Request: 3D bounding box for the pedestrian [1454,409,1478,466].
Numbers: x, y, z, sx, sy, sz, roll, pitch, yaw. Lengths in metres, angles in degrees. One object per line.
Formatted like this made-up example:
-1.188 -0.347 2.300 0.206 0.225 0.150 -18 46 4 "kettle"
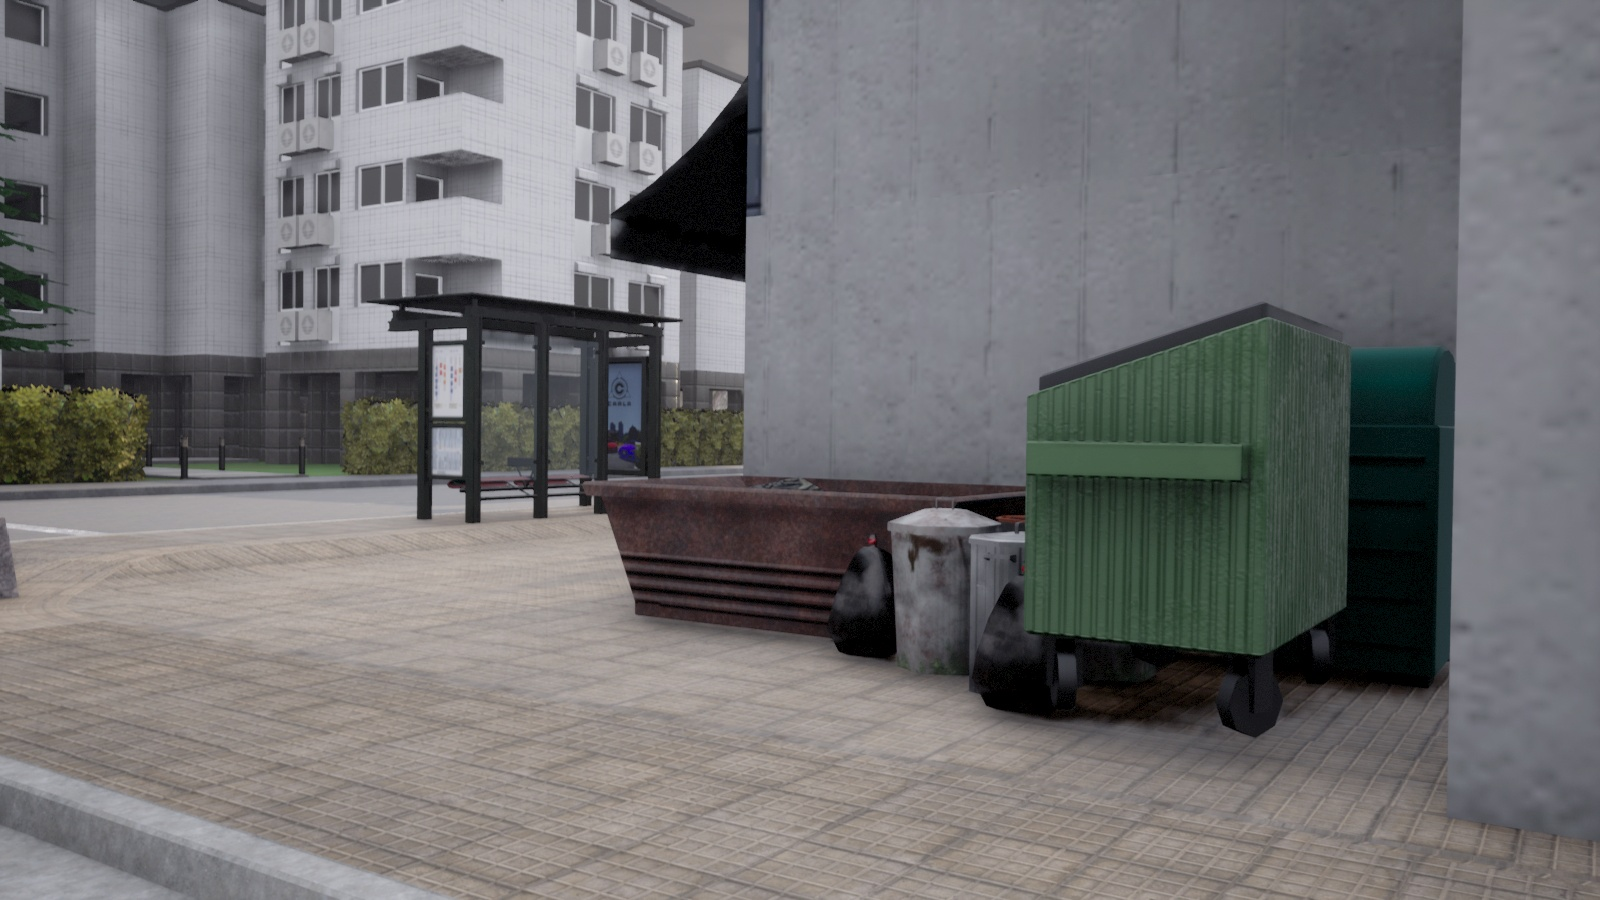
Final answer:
22.629 -0.416 42.676 0.692 1.930 0.395 0 1 32 "pedestrian"
